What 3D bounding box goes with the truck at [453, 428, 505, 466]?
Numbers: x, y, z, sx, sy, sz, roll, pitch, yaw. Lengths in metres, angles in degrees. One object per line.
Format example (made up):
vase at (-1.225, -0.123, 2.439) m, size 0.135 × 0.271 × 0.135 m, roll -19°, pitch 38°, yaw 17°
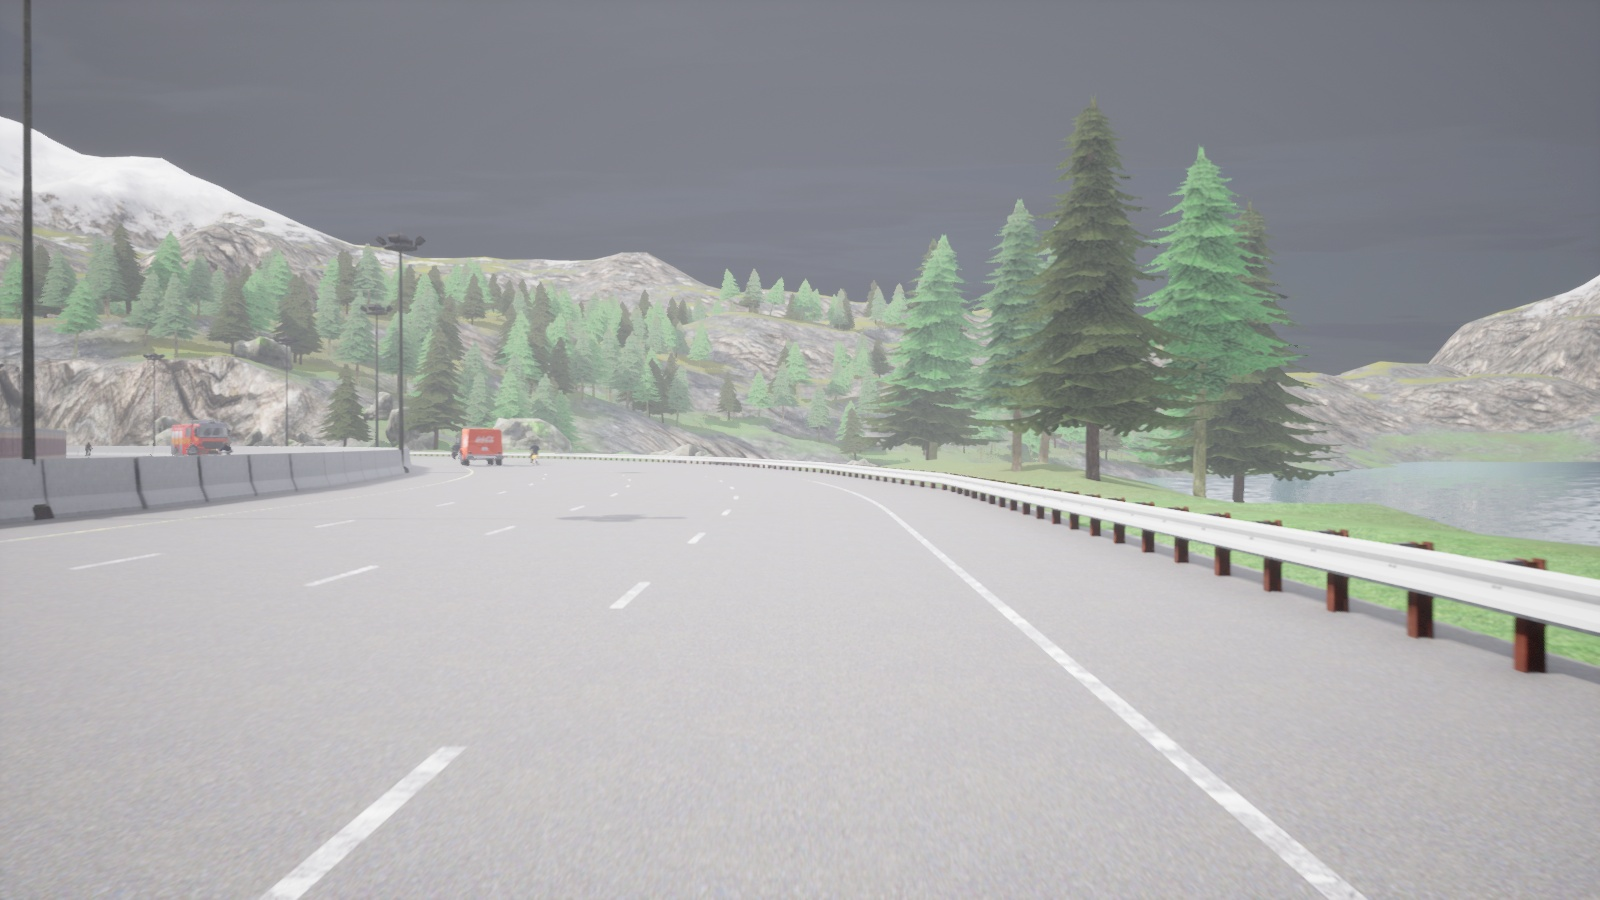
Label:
truck at (-21.605, -0.233, 84.382) m, size 2.627 × 2.467 × 5.204 m, roll 0°, pitch 0°, yaw -22°
